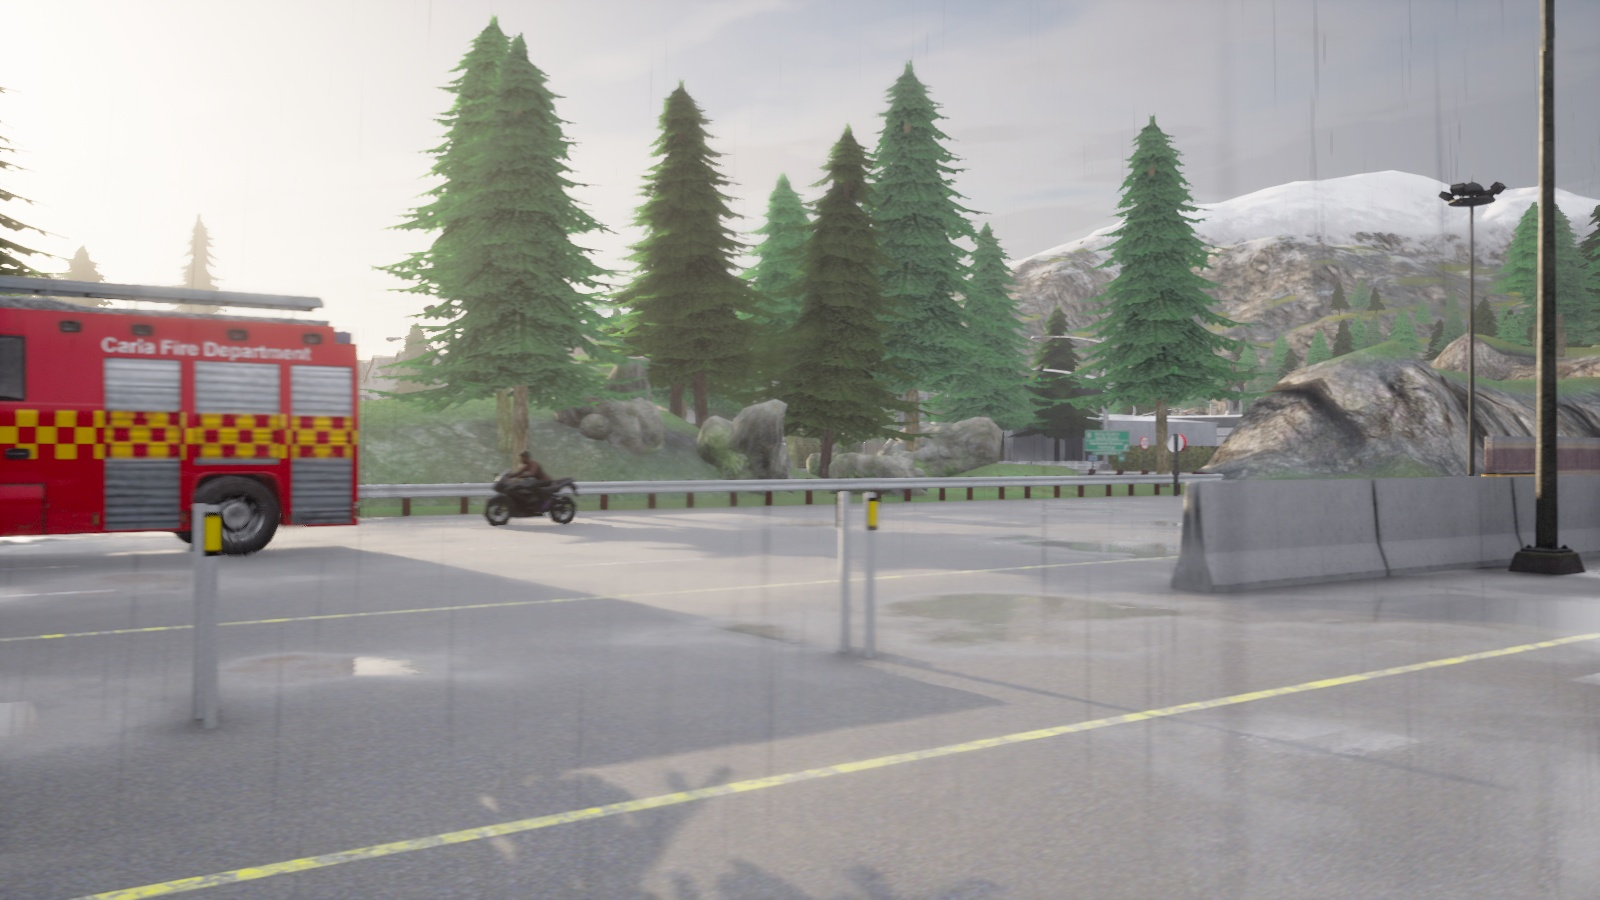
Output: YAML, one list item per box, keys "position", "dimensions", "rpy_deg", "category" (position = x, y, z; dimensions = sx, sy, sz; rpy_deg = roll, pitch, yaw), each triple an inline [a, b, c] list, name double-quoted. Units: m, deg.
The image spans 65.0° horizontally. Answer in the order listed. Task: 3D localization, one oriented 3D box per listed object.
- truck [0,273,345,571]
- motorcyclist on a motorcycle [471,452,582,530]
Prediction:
- position: [-11.023, -0.355, 17.314]
  dimensions: [8.468, 3.827, 2.891]
  rpy_deg: [0, 0, -35]
  category: "truck"
- position: [-5.518, 0.801, 25.405]
  dimensions: [2.044, 1.523, 0.797]
  rpy_deg: [0, 0, -35]
  category: "motorcyclist on a motorcycle"
